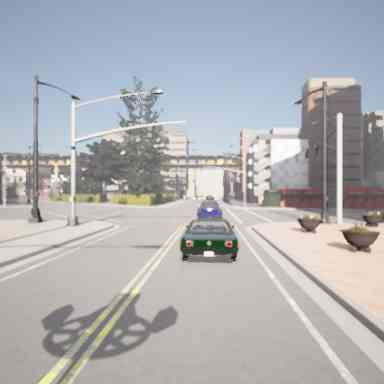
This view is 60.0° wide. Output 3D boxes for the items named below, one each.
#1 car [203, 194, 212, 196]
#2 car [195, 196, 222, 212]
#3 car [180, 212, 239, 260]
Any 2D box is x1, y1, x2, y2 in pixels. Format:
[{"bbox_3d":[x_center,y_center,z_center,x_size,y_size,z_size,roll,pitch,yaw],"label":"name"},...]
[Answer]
[{"bbox_3d":[4.406,1.505,83.764,2.097,1.767,4.553,0,0,3],"label":"car"},{"bbox_3d":[1.541,1.491,28.789,2.097,1.767,4.553,0,0,3],"label":"car"},{"bbox_3d":[0.670,1.652,12.597,1.895,1.301,4.718,0,0,3],"label":"car"}]
